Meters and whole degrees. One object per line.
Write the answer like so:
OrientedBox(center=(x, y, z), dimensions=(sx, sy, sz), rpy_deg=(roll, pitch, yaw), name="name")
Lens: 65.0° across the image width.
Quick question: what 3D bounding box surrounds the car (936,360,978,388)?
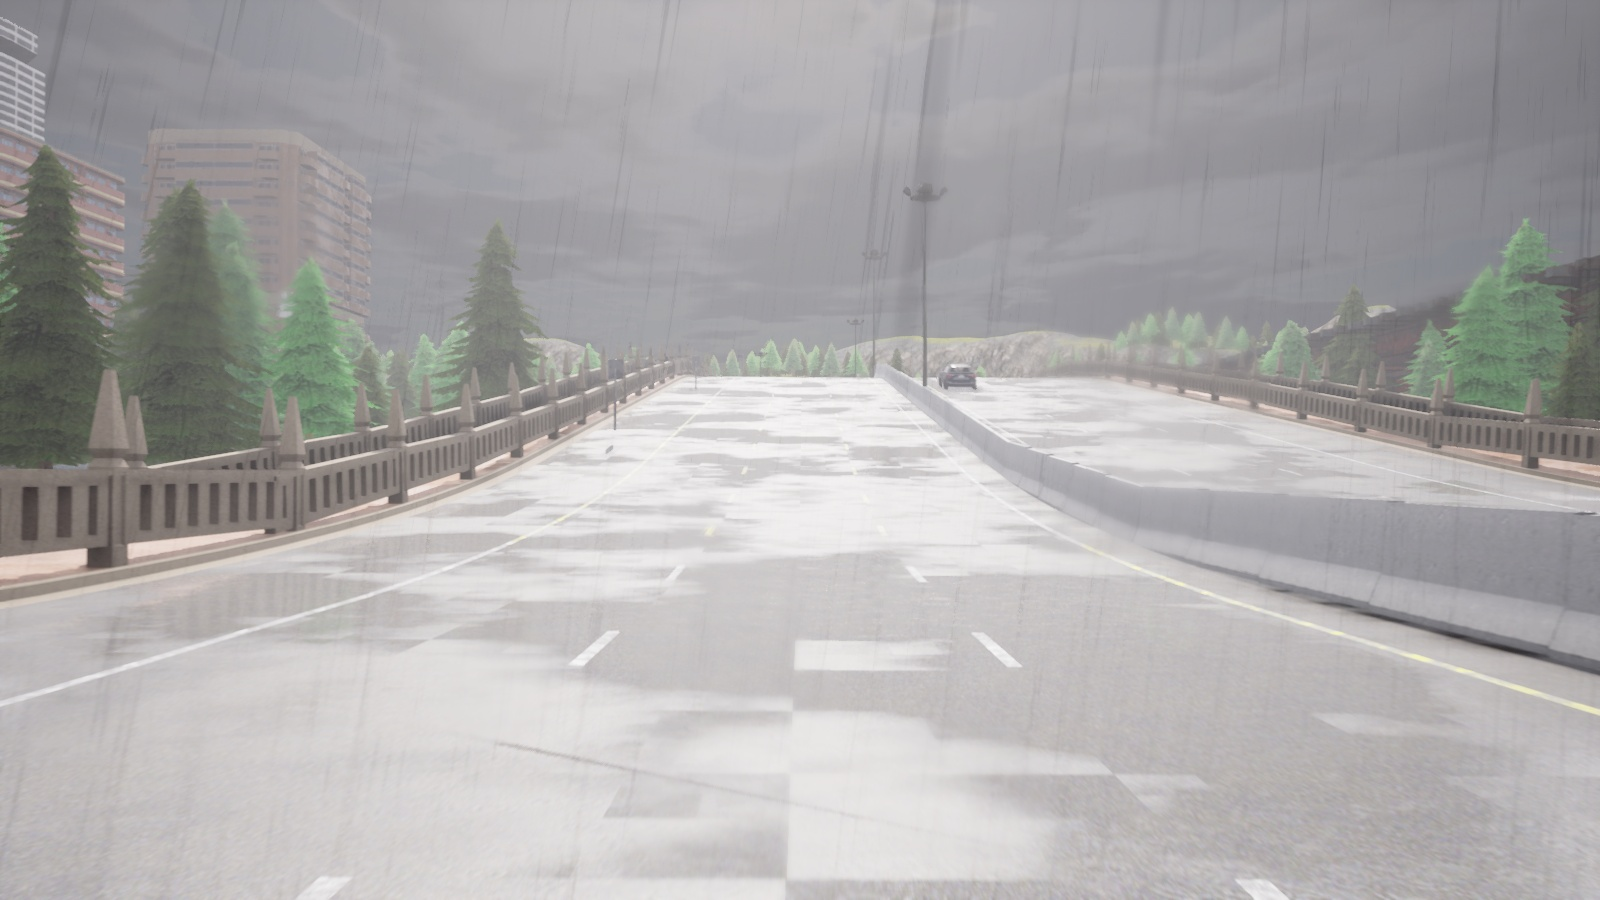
OrientedBox(center=(10.603, -5.192, 85.237), dimensions=(2.242, 1.667, 4.611), rpy_deg=(0, 6, 0), name="car")
